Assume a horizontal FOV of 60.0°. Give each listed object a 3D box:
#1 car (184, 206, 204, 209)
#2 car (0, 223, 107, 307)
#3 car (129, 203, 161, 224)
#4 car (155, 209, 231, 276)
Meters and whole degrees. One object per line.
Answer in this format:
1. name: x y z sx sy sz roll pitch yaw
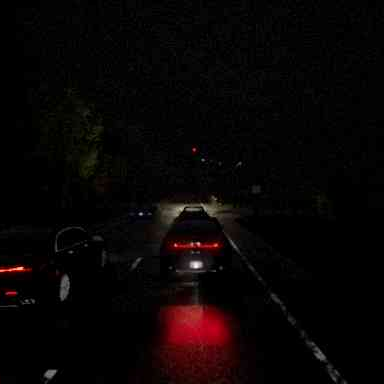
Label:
1. car: 0.100 1.534 19.852 1.994 1.385 4.181 0 0 0
2. car: -3.401 1.492 7.892 1.837 1.490 4.892 0 0 0
3. car: -3.398 1.510 24.639 2.033 1.411 5.357 0 0 0
4. car: 0.100 1.488 10.311 1.837 1.490 4.892 0 0 0
